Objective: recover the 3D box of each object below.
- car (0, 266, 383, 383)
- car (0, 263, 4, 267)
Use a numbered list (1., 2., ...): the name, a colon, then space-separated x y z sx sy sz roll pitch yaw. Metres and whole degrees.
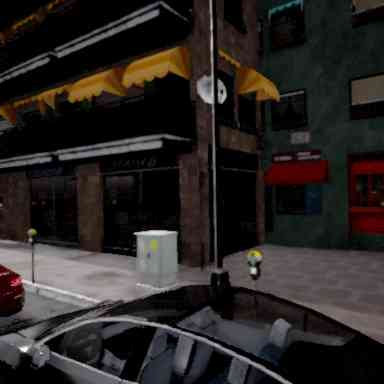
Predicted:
1. car: -0.200 1.569 3.035 4.313 1.339 1.947 -1 -1 35
2. car: -4.774 1.632 6.215 4.206 1.307 1.802 -1 -1 35
